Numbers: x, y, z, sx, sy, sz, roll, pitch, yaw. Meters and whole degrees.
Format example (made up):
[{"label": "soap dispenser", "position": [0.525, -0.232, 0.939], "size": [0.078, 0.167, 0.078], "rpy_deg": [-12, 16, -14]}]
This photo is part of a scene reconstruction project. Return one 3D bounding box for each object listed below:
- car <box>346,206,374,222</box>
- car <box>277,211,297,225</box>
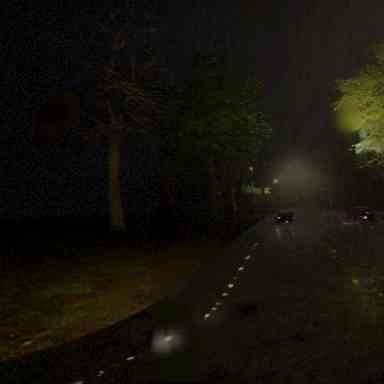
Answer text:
[{"label": "car", "position": [16.646, 2.170, 33.089], "size": [1.837, 1.490, 4.892], "rpy_deg": [-3, -2, 15]}, {"label": "car", "position": [9.766, 2.621, 34.382], "size": [1.895, 1.301, 4.718], "rpy_deg": [-3, -2, 15]}]
